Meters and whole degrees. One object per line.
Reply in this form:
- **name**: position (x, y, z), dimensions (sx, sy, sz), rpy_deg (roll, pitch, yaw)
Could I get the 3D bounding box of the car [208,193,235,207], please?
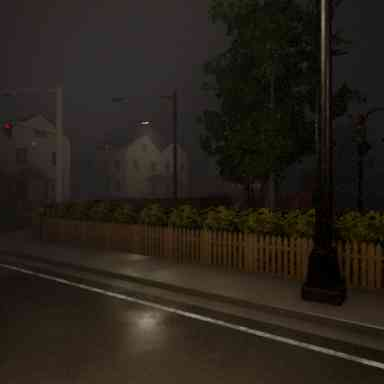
- **car**: position (4.287, 1.208, 48.813), dimensions (2.150, 2.045, 5.566), rpy_deg (0, 0, 35)
